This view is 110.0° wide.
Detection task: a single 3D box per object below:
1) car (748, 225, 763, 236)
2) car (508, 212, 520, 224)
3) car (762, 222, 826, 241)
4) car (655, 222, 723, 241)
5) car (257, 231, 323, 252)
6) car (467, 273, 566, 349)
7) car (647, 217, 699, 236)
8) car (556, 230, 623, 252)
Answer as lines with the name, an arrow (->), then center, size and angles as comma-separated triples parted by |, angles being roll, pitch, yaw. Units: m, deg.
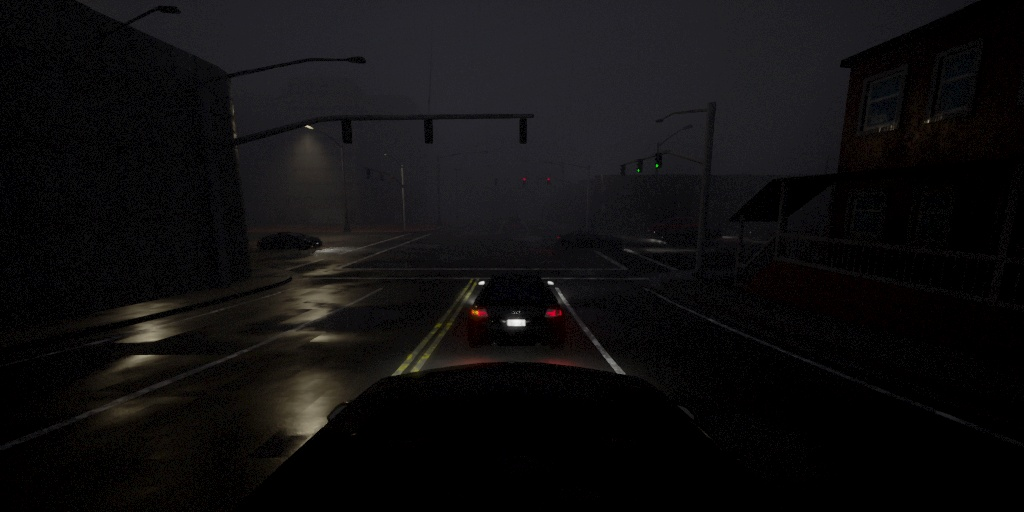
car -> 27.251, -2.732, 37.217 | 4.902, 1.511, 2.128 | 0, 8, 1
car -> 0.338, -6.411, 62.433 | 1.837, 1.490, 4.892 | 0, 8, 0
car -> 26.966, -2.237, 33.756 | 5.008, 1.535, 1.882 | 0, 8, 0
car -> 16.870, -2.173, 33.844 | 5.357, 1.411, 2.033 | 0, 8, 0
car -> -16.659, -1.126, 26.977 | 4.181, 1.385, 1.994 | 0, 8, 0
car -> 0.100, 1.092, 8.670 | 1.994, 1.385, 4.181 | 0, 3, 0
car -> 17.005, -3.005, 37.257 | 5.566, 2.045, 2.150 | 0, 8, 0
car -> 5.763, -1.186, 26.791 | 4.902, 1.511, 2.128 | 0, 8, 0
